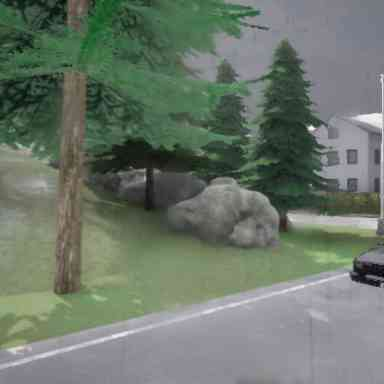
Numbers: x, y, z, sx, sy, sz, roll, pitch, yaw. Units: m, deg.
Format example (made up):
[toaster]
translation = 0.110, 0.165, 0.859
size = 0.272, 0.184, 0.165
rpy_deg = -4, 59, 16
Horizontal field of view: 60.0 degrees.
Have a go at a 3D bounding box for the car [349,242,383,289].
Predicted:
[car]
translation = 6.172, 1.537, 8.300
size = 5.357, 1.411, 2.033
rpy_deg = 0, 0, -35
